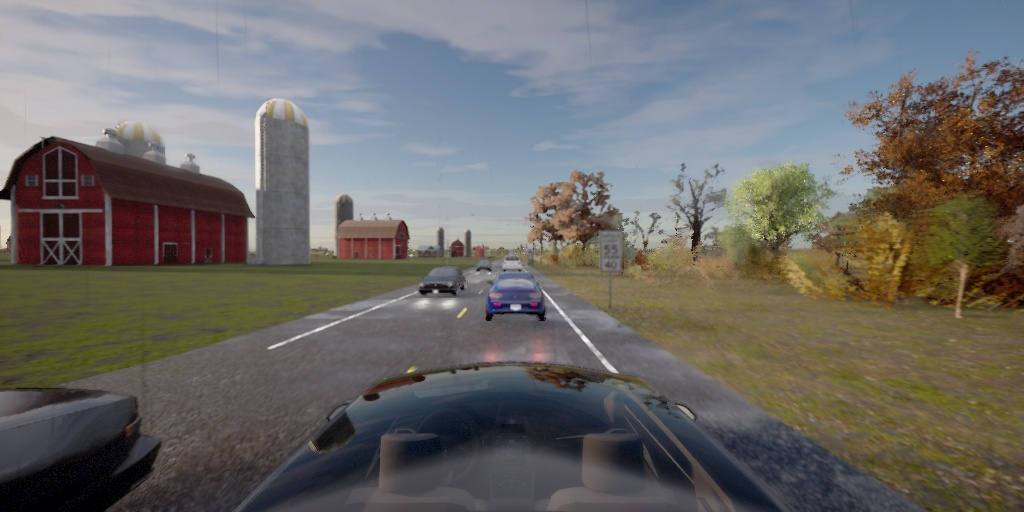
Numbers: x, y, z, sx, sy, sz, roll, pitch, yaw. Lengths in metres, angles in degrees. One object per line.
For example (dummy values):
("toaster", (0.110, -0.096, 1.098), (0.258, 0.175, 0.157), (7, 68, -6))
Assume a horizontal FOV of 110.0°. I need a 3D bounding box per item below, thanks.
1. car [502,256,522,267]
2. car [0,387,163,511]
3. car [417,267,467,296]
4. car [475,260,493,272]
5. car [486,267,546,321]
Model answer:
("car", (0.027, 0.969, 42.195), (2.150, 2.045, 5.566), (0, 0, 0))
("car", (-3.596, 1.272, 0.290), (2.033, 1.411, 5.357), (1, -1, 0))
("car", (-3.589, 1.296, 19.488), (2.033, 1.411, 5.357), (0, 0, 0))
("car", (-3.501, 1.253, 45.335), (1.837, 1.490, 4.892), (0, -1, 1))
("car", (0.107, 1.275, 12.385), (1.812, 1.442, 4.674), (0, 0, 0))
